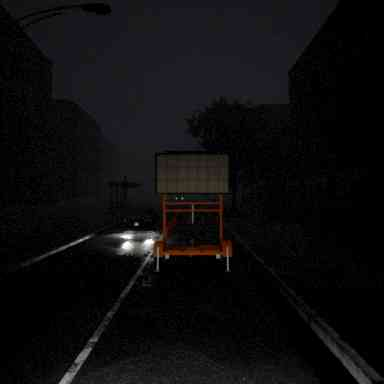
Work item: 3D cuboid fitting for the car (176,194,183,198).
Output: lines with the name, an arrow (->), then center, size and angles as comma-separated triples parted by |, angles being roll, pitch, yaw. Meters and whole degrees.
car -> -3.357, 0.868, 89.884 | 1.812, 1.442, 4.674 | 0, 0, 0

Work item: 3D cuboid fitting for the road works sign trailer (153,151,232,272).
road works sign trailer -> 0.023, 0.471, 10.848 | 2.380, 3.560, 2.880 | 0, 0, 0

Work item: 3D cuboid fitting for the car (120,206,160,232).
car -> -3.030, 1.567, 20.180 | 1.994, 1.385, 4.181 | 0, 0, 0
